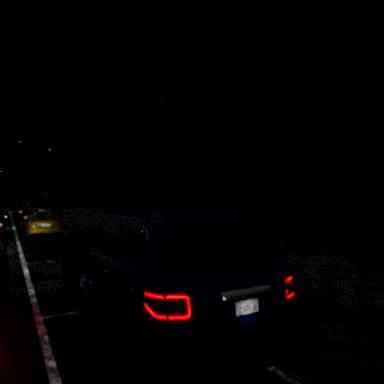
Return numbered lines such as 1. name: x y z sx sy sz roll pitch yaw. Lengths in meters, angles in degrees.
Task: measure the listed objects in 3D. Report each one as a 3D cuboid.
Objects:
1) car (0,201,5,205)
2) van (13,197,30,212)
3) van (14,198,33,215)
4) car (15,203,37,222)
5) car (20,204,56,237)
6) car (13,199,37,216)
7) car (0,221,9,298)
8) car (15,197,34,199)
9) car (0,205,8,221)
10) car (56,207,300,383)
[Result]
1. car: -21.911 1.676 36.966 1.882 1.535 5.008 1 -1 -29
2. van: -21.694 1.592 42.216 1.690 1.788 3.998 1 -1 -29
3. van: -19.028 1.564 37.477 1.690 1.788 3.998 1 -1 -29
4. car: -11.029 1.688 23.260 1.887 1.381 4.507 1 -1 -29
5. car: -8.445 1.643 18.669 1.752 1.417 4.829 1 -1 -29
6. car: -13.695 1.610 27.999 1.967 1.590 4.097 1 -1 -29
7. car: -5.509 1.639 8.025 1.895 1.301 4.718 1 -1 -29
8. car: -16.361 1.511 32.739 2.192 1.841 5.009 1 -1 -29
9. car: -11.132 1.640 18.021 2.033 1.411 5.357 1 -1 -30
10. car: -0.754 1.272 5.714 2.150 2.045 5.566 1 -1 -29
